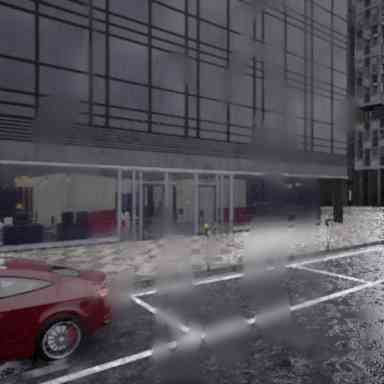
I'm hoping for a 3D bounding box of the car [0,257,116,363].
[{"bbox_3d":[-3.101,1.581,4.325,4.206,1.307,1.802,0,-1,-36],"label":"car"}]
